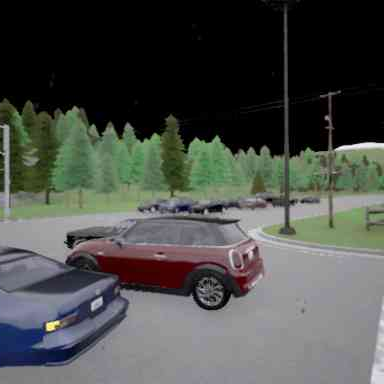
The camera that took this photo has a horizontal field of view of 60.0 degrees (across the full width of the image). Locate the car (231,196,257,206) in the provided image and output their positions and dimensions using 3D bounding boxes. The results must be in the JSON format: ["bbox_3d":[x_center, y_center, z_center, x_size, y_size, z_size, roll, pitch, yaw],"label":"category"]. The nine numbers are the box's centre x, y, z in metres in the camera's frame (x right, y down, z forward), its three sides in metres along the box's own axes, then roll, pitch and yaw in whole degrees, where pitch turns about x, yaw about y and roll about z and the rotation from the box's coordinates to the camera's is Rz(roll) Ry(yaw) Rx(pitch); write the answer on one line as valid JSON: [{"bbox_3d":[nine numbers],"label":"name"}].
[{"bbox_3d":[8.243,1.344,52.357,1.837,1.490,4.892,0,0,38],"label":"car"}]

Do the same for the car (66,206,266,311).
[{"bbox_3d":[-0.729,1.342,7.761,4.553,1.767,2.097,-1,0,24],"label":"car"}]

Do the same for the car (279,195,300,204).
[{"bbox_3d":[16.956,1.260,57.749,1.837,1.490,4.892,0,0,39],"label":"car"}]

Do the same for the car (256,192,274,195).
[{"bbox_3d":[10.707,1.044,49.849,2.150,2.045,5.566,0,0,39],"label":"car"}]

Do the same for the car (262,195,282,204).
[{"bbox_3d":[14.526,1.298,60.250,1.812,1.442,4.674,0,0,38],"label":"car"}]

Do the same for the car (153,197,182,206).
[{"bbox_3d":[-1.433,1.304,34.377,2.097,1.767,4.553,0,0,38],"label":"car"}]

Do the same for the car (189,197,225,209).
[{"bbox_3d":[2.055,1.453,44.533,2.033,1.411,5.357,0,0,39],"label":"car"}]

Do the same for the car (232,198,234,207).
[{"bbox_3d":[4.395,1.437,41.850,2.033,1.411,5.357,0,0,38],"label":"car"}]

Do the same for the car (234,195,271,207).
[{"bbox_3d":[7.321,1.394,39.896,1.812,1.442,4.674,0,0,38],"label":"car"}]

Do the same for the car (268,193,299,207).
[{"bbox_3d":[13.101,1.284,47.245,1.882,1.535,5.008,0,0,38],"label":"car"}]

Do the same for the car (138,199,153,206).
[{"bbox_3d":[-3.944,1.475,36.856,1.837,1.490,4.892,0,0,38],"label":"car"}]

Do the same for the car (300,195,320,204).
[{"bbox_3d":[19.904,1.281,55.829,2.033,1.411,5.357,0,0,38],"label":"car"}]

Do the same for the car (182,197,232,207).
[{"bbox_3d":[1.563,1.407,32.541,1.882,1.535,5.008,0,0,38],"label":"car"}]

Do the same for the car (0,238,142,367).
[{"bbox_3d":[-3.712,1.568,5.106,5.357,1.411,2.033,0,0,15],"label":"car"}]

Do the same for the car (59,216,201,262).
[{"bbox_3d":[-2.176,1.597,12.086,4.718,1.301,1.895,0,0,13],"label":"car"}]
